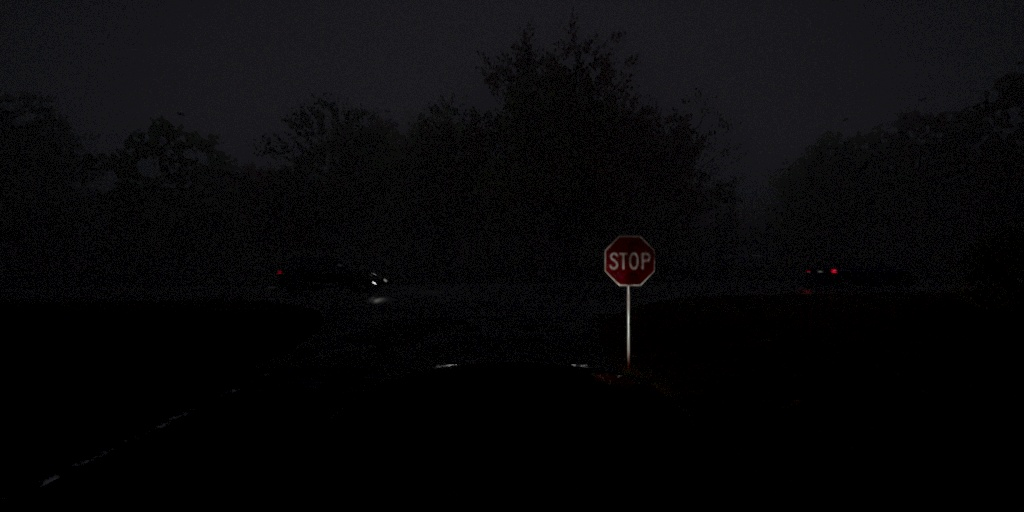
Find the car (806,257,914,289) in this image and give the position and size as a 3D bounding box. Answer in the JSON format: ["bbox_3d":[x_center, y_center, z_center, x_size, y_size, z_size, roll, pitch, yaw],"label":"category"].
[{"bbox_3d":[19.099,0.863,19.788,4.553,1.767,2.097,-1,-1,0],"label":"car"}]

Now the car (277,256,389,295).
[{"bbox_3d":[-9.734,1.006,19.646,5.566,2.045,2.150,-1,-1,0],"label":"car"}]
